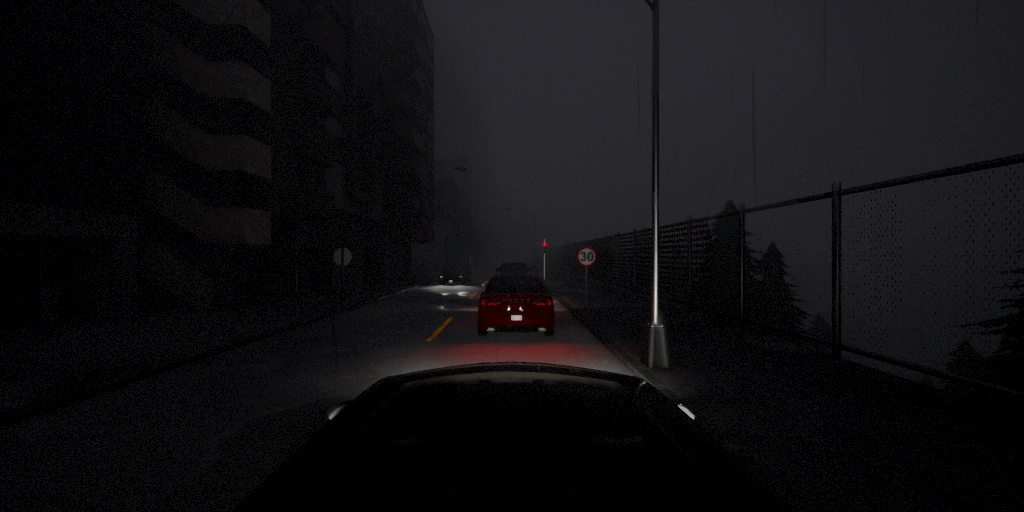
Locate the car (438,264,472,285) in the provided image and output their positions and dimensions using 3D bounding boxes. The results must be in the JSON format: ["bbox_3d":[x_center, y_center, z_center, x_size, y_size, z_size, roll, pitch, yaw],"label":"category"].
[{"bbox_3d":[-4.046,1.298,26.479,2.033,1.411,5.357,0,0,1],"label":"car"}]

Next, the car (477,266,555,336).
[{"bbox_3d":[0.094,1.228,10.482,1.882,1.535,5.008,0,0,0],"label":"car"}]

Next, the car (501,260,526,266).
[{"bbox_3d":[0.090,1.102,20.851,2.097,1.767,4.553,0,0,0],"label":"car"}]
